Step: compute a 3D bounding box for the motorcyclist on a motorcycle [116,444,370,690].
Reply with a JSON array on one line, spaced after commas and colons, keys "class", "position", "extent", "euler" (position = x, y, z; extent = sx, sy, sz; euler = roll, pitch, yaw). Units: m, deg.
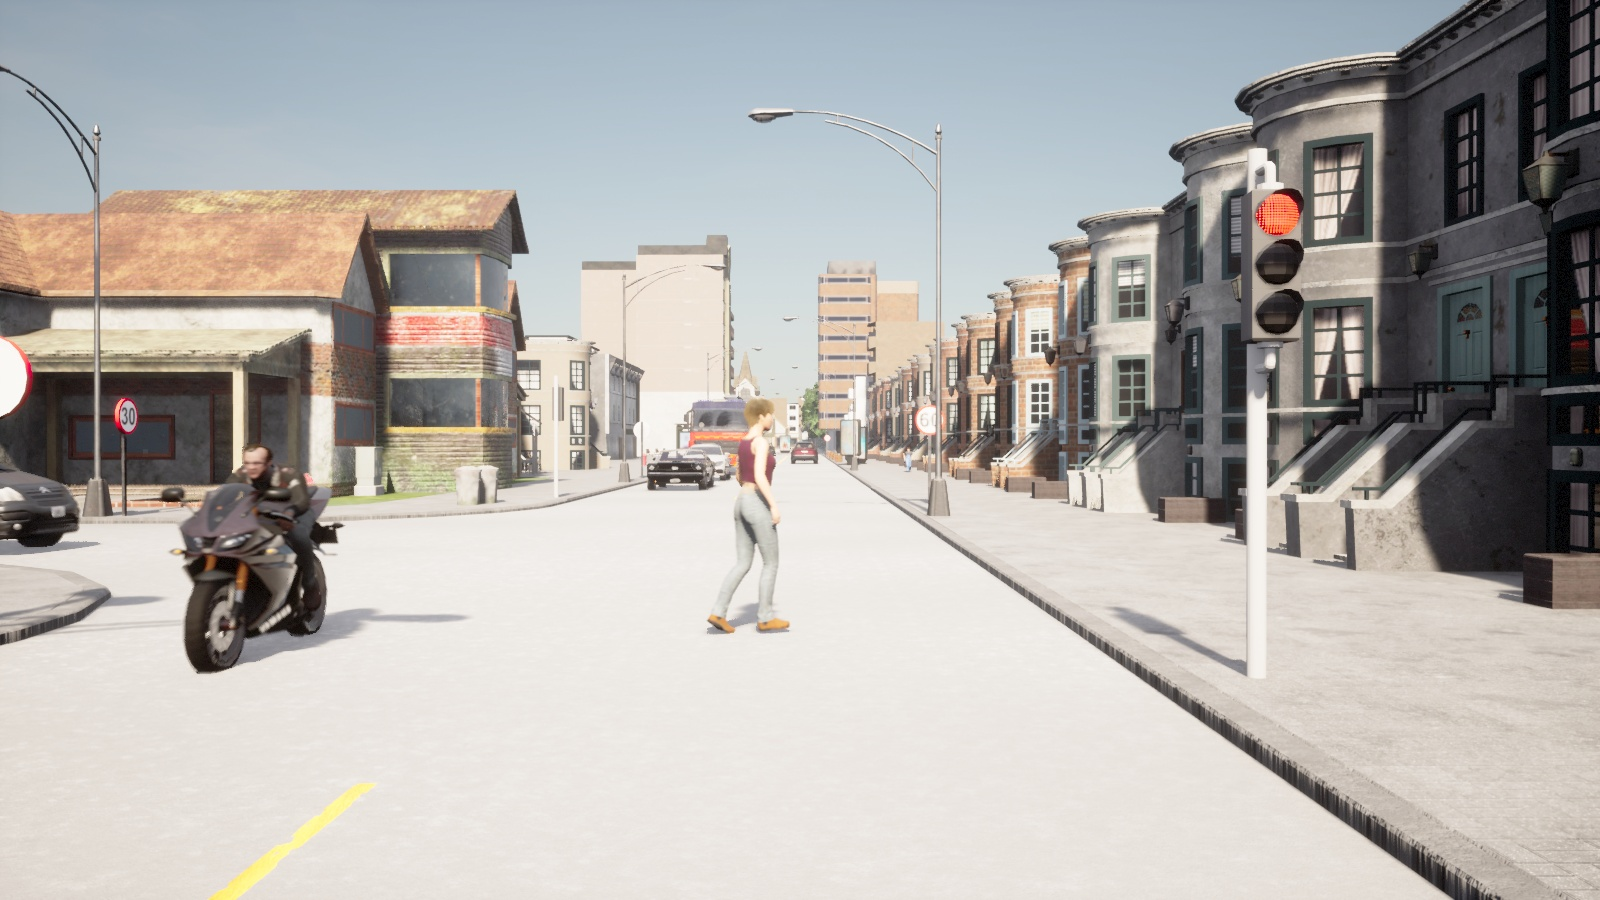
[{"class": "motorcyclist on a motorcycle", "position": [-3.860, 0.728, 8.954], "extent": [0.866, 1.530, 2.191], "euler": [0, 0, -1]}]

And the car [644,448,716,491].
[{"class": "car", "position": [-3.852, 0.612, 41.032], "extent": [1.895, 1.301, 4.718], "euler": [0, 0, 0]}]

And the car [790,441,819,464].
[{"class": "car", "position": [0.329, 0.163, 91.131], "extent": [2.033, 1.649, 4.856], "euler": [0, 0, 0]}]

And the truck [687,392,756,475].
[{"class": "truck", "position": [-3.776, -0.773, 62.368], "extent": [2.891, 3.827, 8.468], "euler": [0, 0, 0]}]

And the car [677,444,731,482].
[{"class": "car", "position": [-3.820, 0.482, 50.824], "extent": [1.812, 1.442, 4.674], "euler": [0, 0, 0]}]

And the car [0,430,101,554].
[{"class": "car", "position": [-12.138, 0.538, 17.293], "extent": [3.988, 1.617, 1.851], "euler": [0, 0, 0]}]

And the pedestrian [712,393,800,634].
[{"class": "pedestrian", "position": [-0.347, 0.483, 9.841], "extent": [0.594, 1.836, 0.345], "euler": [0, 0, -27]}]
